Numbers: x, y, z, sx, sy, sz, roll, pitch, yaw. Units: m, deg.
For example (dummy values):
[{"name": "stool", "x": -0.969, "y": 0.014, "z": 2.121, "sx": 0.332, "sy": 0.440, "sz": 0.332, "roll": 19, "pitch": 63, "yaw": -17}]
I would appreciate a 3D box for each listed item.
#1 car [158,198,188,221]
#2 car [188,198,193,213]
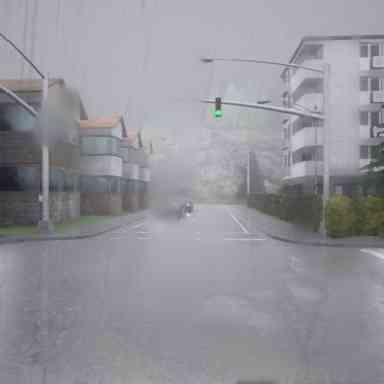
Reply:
[{"name": "car", "x": -1.664, "y": 1.531, "z": 28.084, "sx": 1.882, "sy": 1.535, "sz": 5.008, "roll": 0, "pitch": 0, "yaw": 4}, {"name": "car", "x": -1.028, "y": 1.422, "z": 37.859, "sx": 2.097, "sy": 1.767, "sz": 4.553, "roll": 0, "pitch": 0, "yaw": 4}]
